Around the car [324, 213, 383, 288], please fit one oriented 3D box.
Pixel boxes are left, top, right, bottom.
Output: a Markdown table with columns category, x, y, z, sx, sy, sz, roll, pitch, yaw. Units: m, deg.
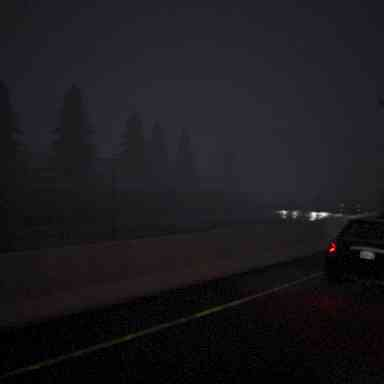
| category | x | y | z | sx | sy | sz | roll | pitch | yaw |
| --- | --- | --- | --- | --- | --- | --- | --- | --- | --- |
| car | 5.288 | 1.389 | 8.603 | 4.553 | 1.767 | 2.097 | 0 | 0 | -44 |

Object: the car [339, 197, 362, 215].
| category | x | y | z | sx | sy | sz | roll | pitch | yaw |
| --- | --- | --- | --- | --- | --- | --- | --- | --- | --- |
| car | 17.519 | 1.482 | 36.696 | 2.097 | 1.767 | 4.553 | 0 | 0 | 28 |
